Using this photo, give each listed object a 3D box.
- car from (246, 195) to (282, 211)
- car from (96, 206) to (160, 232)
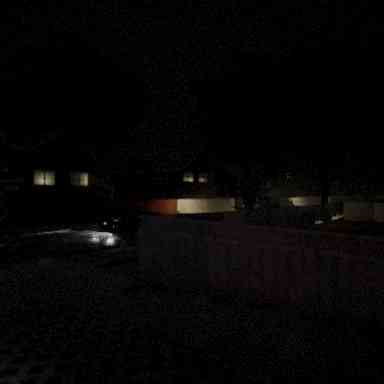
[{"bbox_3d":[8.065,1.365,36.776,2.150,2.045,5.566,0,0,36],"label":"car"},{"bbox_3d":[-3.713,1.582,20.227,1.994,1.385,4.181,0,0,35],"label":"car"}]
